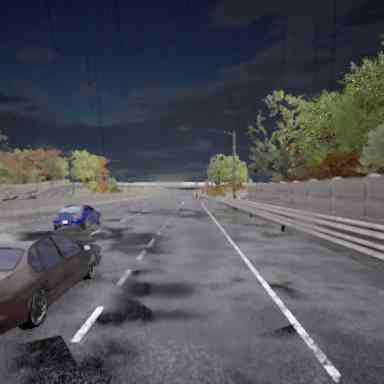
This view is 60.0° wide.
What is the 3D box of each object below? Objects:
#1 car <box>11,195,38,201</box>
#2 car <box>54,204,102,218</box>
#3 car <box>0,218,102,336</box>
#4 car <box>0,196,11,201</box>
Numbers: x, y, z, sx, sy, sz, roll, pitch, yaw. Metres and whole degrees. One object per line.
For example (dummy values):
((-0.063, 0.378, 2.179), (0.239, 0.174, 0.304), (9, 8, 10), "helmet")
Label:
((-28.001, 1.262, 56.384), (2.097, 1.767, 4.553), (0, 0, 0), "car")
((-6.903, 1.460, 20.390), (1.812, 1.442, 4.674), (0, 0, 0), "car")
((-3.399, 1.522, 6.806), (2.033, 1.411, 5.357), (0, 0, 0), "car")
((-31.501, 1.374, 56.355), (2.128, 1.511, 4.902), (0, 0, 0), "car")
